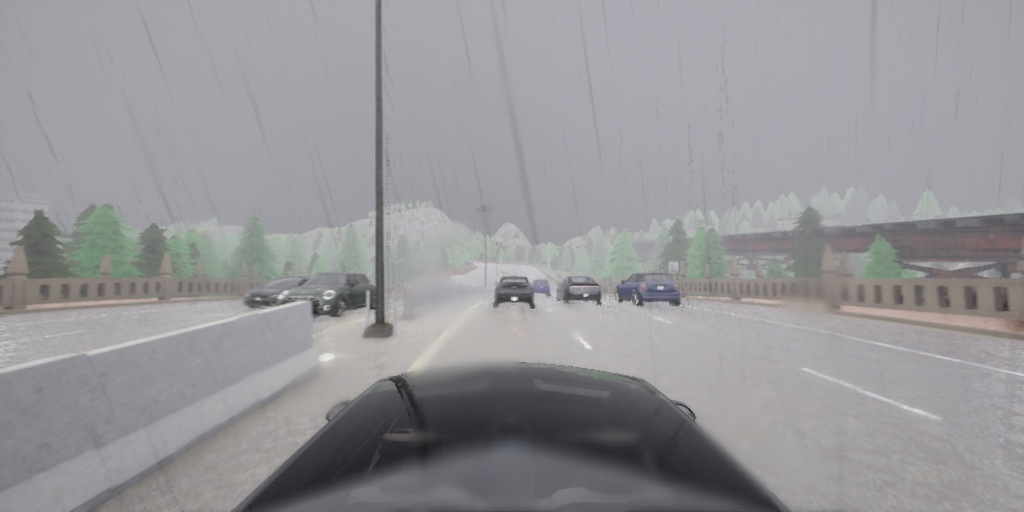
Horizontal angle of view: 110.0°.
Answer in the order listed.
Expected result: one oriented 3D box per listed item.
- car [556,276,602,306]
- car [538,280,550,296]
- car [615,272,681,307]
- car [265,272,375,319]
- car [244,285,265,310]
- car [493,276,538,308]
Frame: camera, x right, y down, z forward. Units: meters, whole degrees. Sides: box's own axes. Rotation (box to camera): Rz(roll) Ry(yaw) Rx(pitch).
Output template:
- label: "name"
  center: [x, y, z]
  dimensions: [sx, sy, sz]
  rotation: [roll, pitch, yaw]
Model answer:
- label: "car"
  center: [3.607, 1.886, 19.904]
  dimensions: [2.128, 1.511, 4.902]
  rotation: [0, -4, 0]
- label: "car"
  center: [3.616, 4.124, 46.099]
  dimensions: [2.150, 2.045, 5.566]
  rotation: [0, -6, 0]
- label: "car"
  center: [7.107, 1.702, 19.280]
  dimensions: [2.097, 1.767, 4.553]
  rotation: [0, -4, 0]
- label: "car"
  center: [-7.093, 1.416, 14.243]
  dimensions: [2.097, 1.767, 4.553]
  rotation: [0, -3, 0]
- label: "car"
  center: [-10.592, 1.742, 17.437]
  dimensions: [1.837, 1.490, 4.892]
  rotation: [0, -3, 0]
- label: "car"
  center: [0.107, 1.793, 18.412]
  dimensions: [1.837, 1.490, 4.892]
  rotation: [0, -3, 0]
